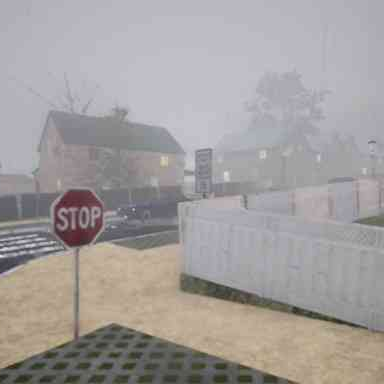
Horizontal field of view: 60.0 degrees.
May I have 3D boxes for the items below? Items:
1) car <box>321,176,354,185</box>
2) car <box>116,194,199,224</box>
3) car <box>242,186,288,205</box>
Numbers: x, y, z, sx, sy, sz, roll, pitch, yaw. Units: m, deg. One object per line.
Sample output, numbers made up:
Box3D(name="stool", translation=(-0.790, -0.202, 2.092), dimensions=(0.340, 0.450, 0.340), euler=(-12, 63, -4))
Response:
Box3D(name="car", translation=(13.509, -0.588, 30.746), dimensions=(4.553, 1.767, 2.097), euler=(-4, 3, -42))
Box3D(name="car", translation=(-1.637, 0.810, 17.951), dimensions=(4.718, 1.301, 1.895), euler=(-4, 3, -40))
Box3D(name="car", translation=(5.638, 0.259, 24.100), dimensions=(4.718, 1.301, 1.895), euler=(-4, 3, -40))
